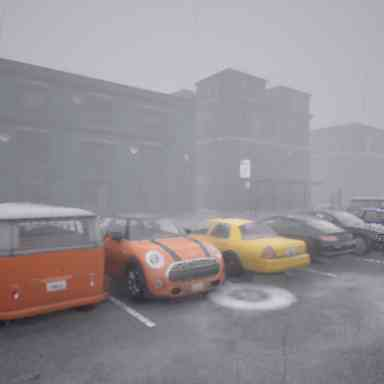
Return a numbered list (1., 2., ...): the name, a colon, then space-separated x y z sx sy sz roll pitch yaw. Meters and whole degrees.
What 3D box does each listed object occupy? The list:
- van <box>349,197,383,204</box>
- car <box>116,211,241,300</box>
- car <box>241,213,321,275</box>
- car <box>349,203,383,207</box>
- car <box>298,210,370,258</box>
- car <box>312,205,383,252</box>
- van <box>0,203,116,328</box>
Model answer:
1. van: 10.231 1.222 16.607 1.878 1.987 4.442 0 0 -36
2. car: -1.182 1.348 8.643 2.185 1.767 4.553 0 0 -36
3. car: 0.994 1.467 10.385 1.946 1.575 5.366 0 0 -36
4. car: 7.901 1.454 15.081 2.097 1.535 5.008 0 0 -36
5. car: 3.368 1.506 11.849 2.002 1.452 4.674 0 0 -36
6. car: 5.630 1.460 13.473 2.097 1.535 5.008 0 0 -36
7. van: -3.447 1.252 7.132 1.878 1.987 4.442 0 0 -36
